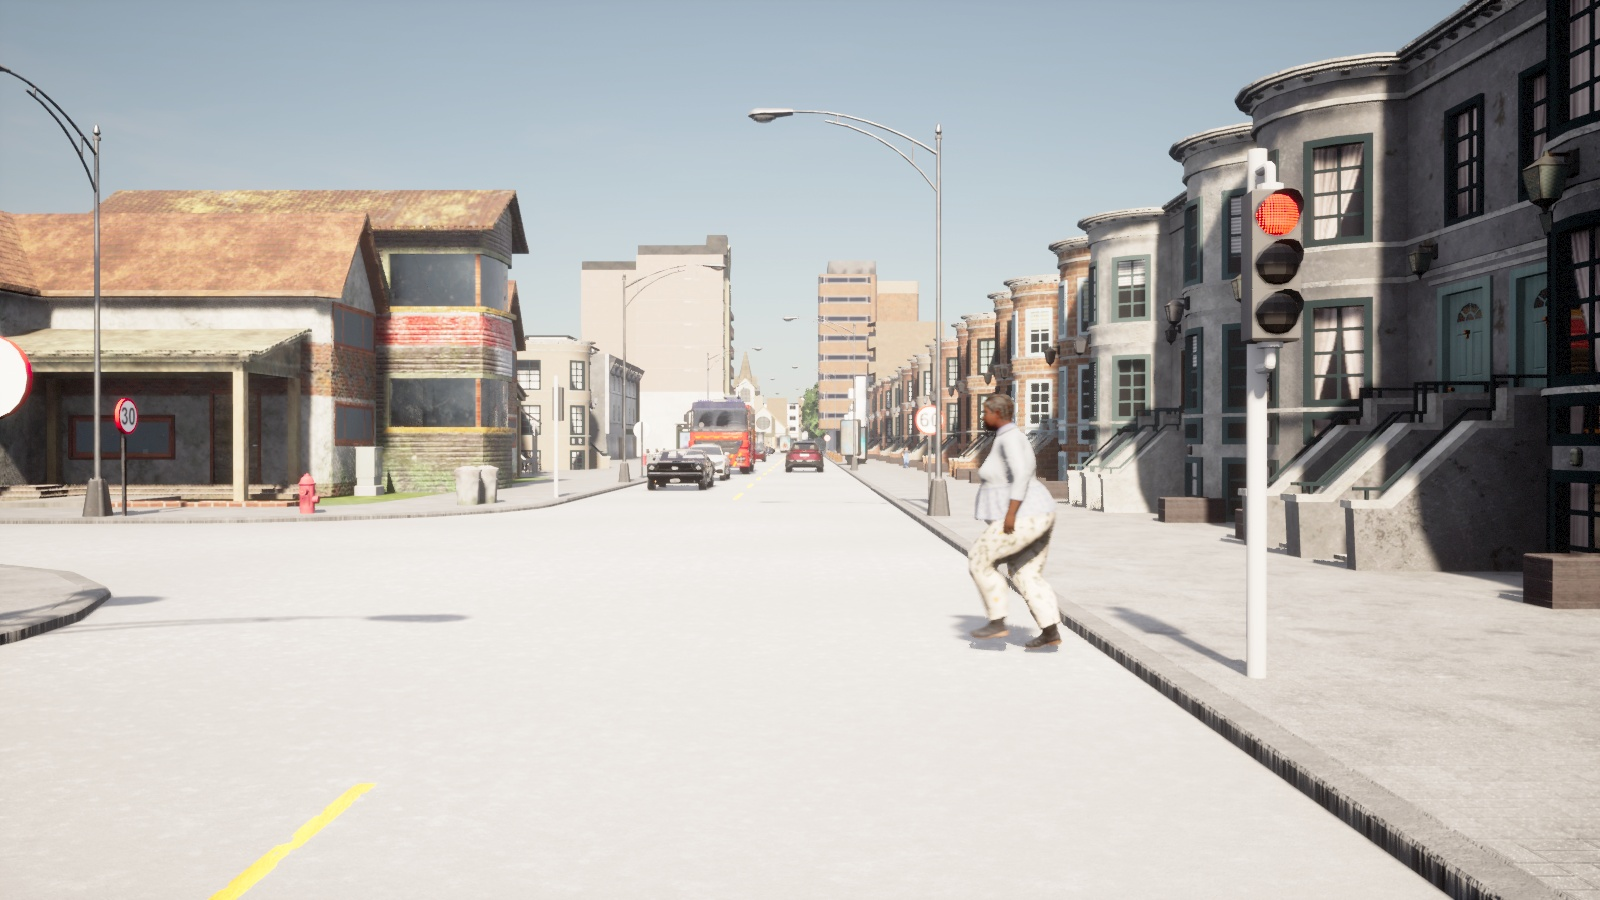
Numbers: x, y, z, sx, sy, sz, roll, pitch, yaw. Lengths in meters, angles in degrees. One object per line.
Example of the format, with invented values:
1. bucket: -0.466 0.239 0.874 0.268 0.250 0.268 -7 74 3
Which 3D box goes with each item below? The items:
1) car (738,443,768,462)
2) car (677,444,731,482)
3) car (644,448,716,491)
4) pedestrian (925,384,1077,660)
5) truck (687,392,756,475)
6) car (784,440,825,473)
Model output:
1. car: -3.645 0.188 98.373 2.163 1.488 4.792 0 0 0
2. car: -3.820 0.482 50.824 1.812 1.442 4.674 0 0 0
3. car: -3.852 0.612 41.032 1.895 1.301 4.718 0 0 0
4. pedestrian: 1.450 0.480 8.985 0.900 1.855 0.874 0 0 22
5. truck: -3.776 -0.773 62.368 2.891 3.827 8.468 0 0 0
6. car: 0.234 0.307 65.427 2.033 1.649 4.856 0 0 0
